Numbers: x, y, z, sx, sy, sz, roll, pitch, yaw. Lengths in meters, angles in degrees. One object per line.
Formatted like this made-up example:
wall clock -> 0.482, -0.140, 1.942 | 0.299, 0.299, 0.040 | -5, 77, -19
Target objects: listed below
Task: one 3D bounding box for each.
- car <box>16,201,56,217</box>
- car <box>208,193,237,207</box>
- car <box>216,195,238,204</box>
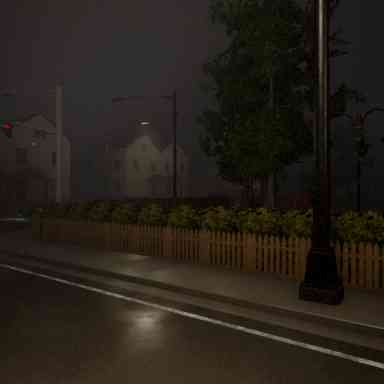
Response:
car -> -13.059, 1.547, 30.386 | 2.033, 1.411, 5.357 | 0, 0, 35
car -> 4.256, 1.221, 48.838 | 2.150, 2.045, 5.566 | 0, 0, 35
car -> 6.203, 1.330, 57.948 | 1.812, 1.442, 4.674 | 0, 0, 35
